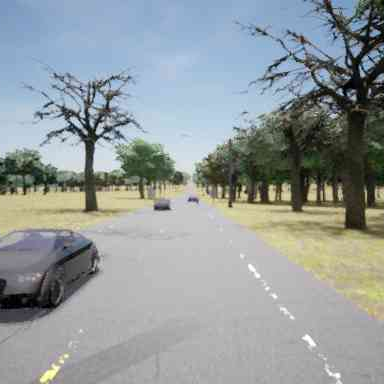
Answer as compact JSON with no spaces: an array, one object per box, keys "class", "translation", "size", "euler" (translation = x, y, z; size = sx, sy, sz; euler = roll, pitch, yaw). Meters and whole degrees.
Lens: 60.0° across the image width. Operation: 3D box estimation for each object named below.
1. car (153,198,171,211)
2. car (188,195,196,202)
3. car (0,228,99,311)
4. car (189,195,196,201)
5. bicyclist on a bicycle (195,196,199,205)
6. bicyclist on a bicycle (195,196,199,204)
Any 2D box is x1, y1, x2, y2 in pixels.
[{"class":"car","translation":[-3.577,1.486,40.698],"size":[1.882,1.535,5.008],"euler":[0,0,0]},{"class":"car","translation":[0.015,1.574,76.891],"size":[1.882,1.535,5.008],"euler":[0,0,0]},{"class":"car","translation":[-3.598,1.558,7.712],"size":[1.994,1.385,4.181],"euler":[0,0,0]},{"class":"car","translation":[0.018,1.512,90.307],"size":[1.882,1.535,5.008],"euler":[0,0,0]},{"class":"bicyclist on a bicycle","translation":[0.973,1.492,54.559],"size":[0.582,1.620,1.656],"euler":[0,0,0]},{"class":"bicyclist on a bicycle","translation":[0.965,1.498,62.796],"size":[0.866,1.612,1.509],"euler":[0,1,0]}]
